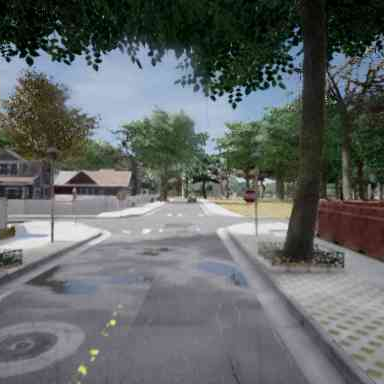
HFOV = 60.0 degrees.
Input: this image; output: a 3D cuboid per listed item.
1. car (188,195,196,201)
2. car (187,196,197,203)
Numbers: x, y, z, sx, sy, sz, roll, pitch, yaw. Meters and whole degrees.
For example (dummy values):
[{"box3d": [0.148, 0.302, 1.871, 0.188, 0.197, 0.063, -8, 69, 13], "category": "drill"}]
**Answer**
[{"box3d": [0.027, 1.509, 80.110, 1.895, 1.301, 4.718, 0, 0, 0], "category": "car"}, {"box3d": [0.021, 1.565, 70.072, 1.812, 1.442, 4.674, 0, 0, 0], "category": "car"}]
